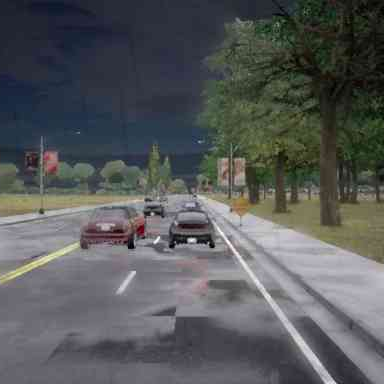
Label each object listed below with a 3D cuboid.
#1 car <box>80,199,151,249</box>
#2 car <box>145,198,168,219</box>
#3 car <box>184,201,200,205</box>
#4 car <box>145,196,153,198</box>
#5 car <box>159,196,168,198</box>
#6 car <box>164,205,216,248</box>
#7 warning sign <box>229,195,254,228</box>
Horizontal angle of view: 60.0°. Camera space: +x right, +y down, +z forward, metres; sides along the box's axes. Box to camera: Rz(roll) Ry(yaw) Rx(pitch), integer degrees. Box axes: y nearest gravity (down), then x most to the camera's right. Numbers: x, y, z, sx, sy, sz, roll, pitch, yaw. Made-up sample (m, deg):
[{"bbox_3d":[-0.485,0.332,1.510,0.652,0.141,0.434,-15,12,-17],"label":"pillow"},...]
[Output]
[{"bbox_3d":[-3.250,1.373,14.620,2.097,1.767,4.553,0,0,0],"label":"car"},{"bbox_3d":[-3.250,1.541,29.650,1.837,1.490,4.892,0,0,0],"label":"car"},{"bbox_3d":[0.000,1.558,29.651,1.812,1.442,4.674,0,0,0],"label":"car"},{"bbox_3d":[-9.750,1.600,75.960,2.033,1.411,5.357,0,0,0],"label":"car"},{"bbox_3d":[-6.500,1.612,75.961,1.994,1.385,4.181,0,0,0],"label":"car"},{"bbox_3d":[0.000,1.524,14.650,1.837,1.490,4.892,0,0,0],"label":"car"},{"bbox_3d":[2.847,1.126,19.380,1.300,1.860,1.060,0,0,0],"label":"warning sign"}]
